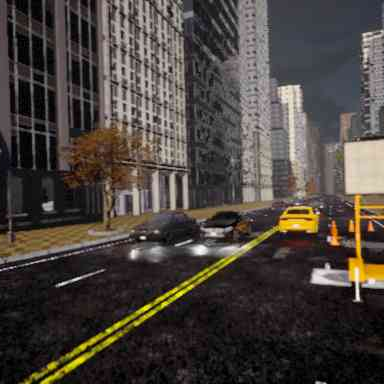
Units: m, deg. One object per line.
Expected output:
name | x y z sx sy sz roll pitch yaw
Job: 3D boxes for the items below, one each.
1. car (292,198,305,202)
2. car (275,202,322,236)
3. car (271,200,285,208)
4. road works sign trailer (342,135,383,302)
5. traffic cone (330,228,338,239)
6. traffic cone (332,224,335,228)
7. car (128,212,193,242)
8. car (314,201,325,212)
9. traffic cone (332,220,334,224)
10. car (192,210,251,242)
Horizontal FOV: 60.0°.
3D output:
car | 17.906 1.825 55.869 2.128 1.511 4.902 -2 -1 23
car | 6.278 1.591 19.281 1.882 1.535 5.008 -2 -1 23
car | 14.807 1.982 56.875 1.994 1.385 4.181 -2 -1 23
road works sign trailer | 4.870 0.457 7.782 2.380 3.560 2.880 -2 -1 24
traffic cone | 6.306 2.008 14.734 0.340 0.580 0.340 -2 -1 23
traffic cone | 7.078 2.014 16.579 0.340 0.580 0.340 -2 -1 23
car | -1.342 1.826 18.411 2.033 1.411 5.357 -2 -1 23
car | 15.368 1.794 40.987 1.895 1.301 4.718 -2 -1 23
traffic cone | 7.851 2.021 18.424 0.340 0.580 0.340 -2 -1 23
car | 1.894 1.720 17.722 1.812 1.442 4.674 -2 -1 23
